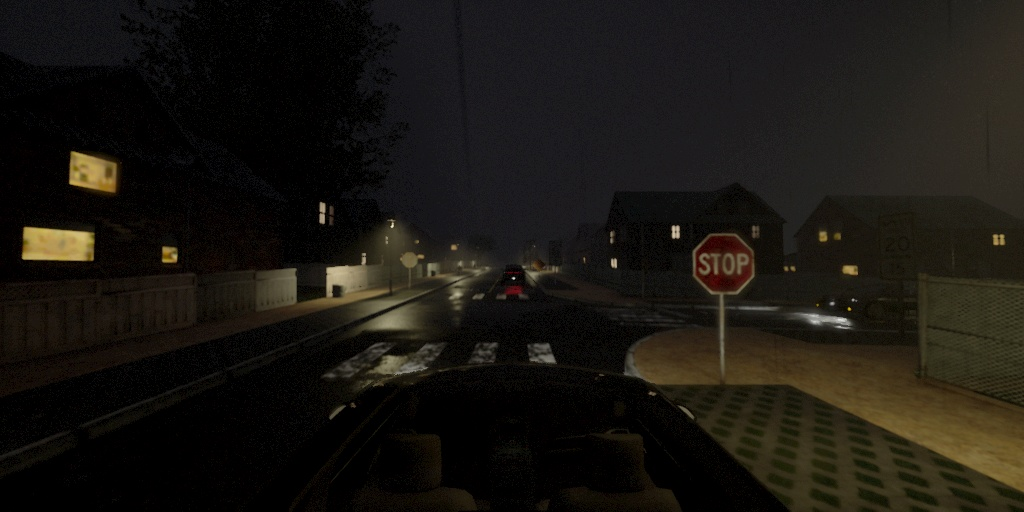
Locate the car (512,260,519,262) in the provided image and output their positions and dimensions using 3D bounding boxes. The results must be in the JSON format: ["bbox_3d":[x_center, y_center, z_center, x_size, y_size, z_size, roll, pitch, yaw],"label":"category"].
[{"bbox_3d":[0.131,1.798,57.564,1.895,1.301,4.718,0,-1,0],"label":"car"}]

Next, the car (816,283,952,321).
[{"bbox_3d":[14.911,1.786,14.469,4.181,1.385,1.994,1,-2,0],"label":"car"}]

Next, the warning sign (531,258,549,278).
[{"bbox_3d":[2.560,1.105,33.566,1.300,1.860,1.060,0,0,0],"label":"warning sign"}]

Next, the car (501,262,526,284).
[{"bbox_3d":[0.137,1.466,29.967,1.837,1.490,4.892,0,0,0],"label":"car"}]
